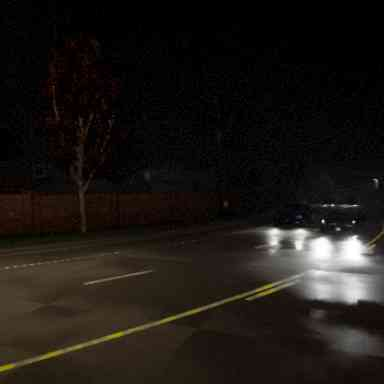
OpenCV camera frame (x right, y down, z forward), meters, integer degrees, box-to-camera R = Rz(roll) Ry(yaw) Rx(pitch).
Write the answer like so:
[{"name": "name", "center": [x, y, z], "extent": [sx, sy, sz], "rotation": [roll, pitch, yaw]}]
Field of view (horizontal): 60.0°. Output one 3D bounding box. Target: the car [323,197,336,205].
[{"name": "car", "center": [24.900, 1.524, 60.117], "extent": [2.033, 1.411, 5.357], "rotation": [-2, 0, 25]}]

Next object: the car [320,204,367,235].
[{"name": "car", "center": [8.557, 1.574, 18.675], "extent": [1.895, 1.301, 4.718], "rotation": [-2, -1, 33]}]

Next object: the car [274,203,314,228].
[{"name": "car", "center": [7.163, 1.530, 23.145], "extent": [1.882, 1.535, 5.008], "rotation": [-1, -1, 29]}]

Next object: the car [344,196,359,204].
[{"name": "car", "center": [26.984, 1.397, 56.337], "extent": [1.837, 1.490, 4.892], "rotation": [-2, 0, 26]}]
